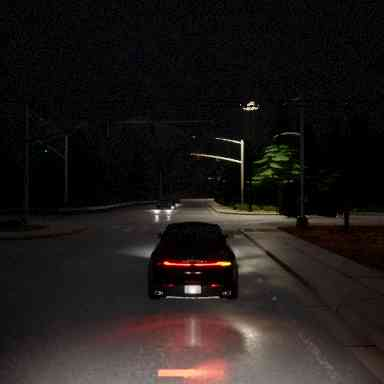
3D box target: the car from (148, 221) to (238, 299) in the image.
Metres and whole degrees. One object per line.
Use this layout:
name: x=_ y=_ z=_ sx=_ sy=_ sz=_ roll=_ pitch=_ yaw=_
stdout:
car: x=0.031 y=1.501 z=8.416 sx=1.837 sy=1.490 sz=4.892 roll=0 pitch=0 yaw=0

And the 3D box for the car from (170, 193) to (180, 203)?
car: x=-3.560 y=1.221 z=65.434 sx=2.150 sy=2.045 sz=5.566 roll=0 pitch=0 yaw=1

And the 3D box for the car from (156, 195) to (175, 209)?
car: x=-3.683 y=1.505 z=44.355 sx=1.837 sy=1.490 sz=4.892 roll=0 pitch=0 yaw=0

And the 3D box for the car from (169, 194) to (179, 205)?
car: x=-3.686 y=1.547 z=54.802 sx=2.033 sy=1.411 sz=5.357 roll=0 pitch=0 yaw=0

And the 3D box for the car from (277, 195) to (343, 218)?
car: x=10.480 y=1.248 z=29.647 sx=5.566 sy=2.045 sz=2.150 roll=0 pitch=0 yaw=1
